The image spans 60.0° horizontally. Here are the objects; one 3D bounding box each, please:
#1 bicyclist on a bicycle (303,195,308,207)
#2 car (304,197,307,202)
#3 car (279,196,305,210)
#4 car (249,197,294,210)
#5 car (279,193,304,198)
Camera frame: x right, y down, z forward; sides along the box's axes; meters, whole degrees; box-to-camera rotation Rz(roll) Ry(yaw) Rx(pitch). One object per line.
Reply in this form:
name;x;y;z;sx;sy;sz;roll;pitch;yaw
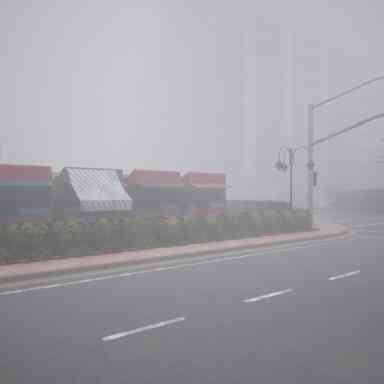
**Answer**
bicyclist on a bicycle;15.563;1.245;44.947;1.656;1.620;0.582;0;0;-36
car;19.031;1.114;59.142;1.905;1.878;3.866;0;0;-36
car;8.701;1.470;33.998;1.812;1.442;4.674;0;0;-36
car;6.585;1.436;30.954;2.128;1.511;4.902;0;0;-36
car;16.640;1.114;57.430;1.905;1.878;3.866;0;0;-36
